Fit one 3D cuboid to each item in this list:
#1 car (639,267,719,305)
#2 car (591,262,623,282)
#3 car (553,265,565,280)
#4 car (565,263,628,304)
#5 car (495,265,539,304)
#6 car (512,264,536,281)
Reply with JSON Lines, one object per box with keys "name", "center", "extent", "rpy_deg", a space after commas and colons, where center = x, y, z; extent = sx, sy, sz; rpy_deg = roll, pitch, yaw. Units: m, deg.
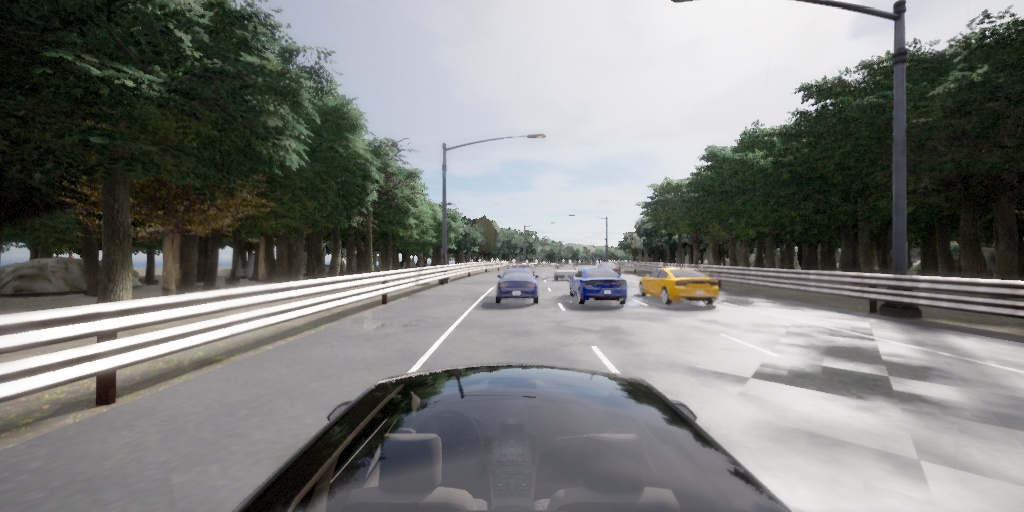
{"name": "car", "center": [7.267, 1.240, 16.147], "extent": [1.882, 1.535, 5.008], "rpy_deg": [0, 0, 2]}
{"name": "car", "center": [8.069, 1.305, 30.807], "extent": [1.812, 1.442, 4.674], "rpy_deg": [0, 0, 4]}
{"name": "car", "center": [4.581, 1.393, 31.092], "extent": [1.895, 1.301, 4.718], "rpy_deg": [0, 0, 4]}
{"name": "car", "center": [3.769, 1.242, 16.275], "extent": [1.882, 1.535, 5.008], "rpy_deg": [0, 0, 2]}
{"name": "car", "center": [0.271, 1.293, 16.403], "extent": [1.812, 1.442, 4.674], "rpy_deg": [0, 0, 2]}
{"name": "car", "center": [1.090, 1.397, 31.347], "extent": [1.895, 1.301, 4.718], "rpy_deg": [0, 0, 4]}
